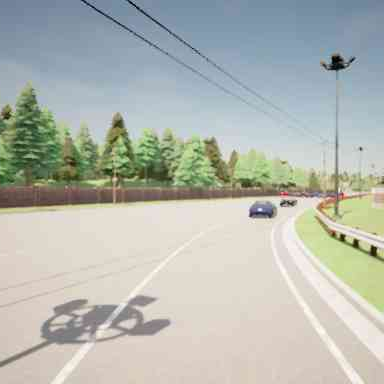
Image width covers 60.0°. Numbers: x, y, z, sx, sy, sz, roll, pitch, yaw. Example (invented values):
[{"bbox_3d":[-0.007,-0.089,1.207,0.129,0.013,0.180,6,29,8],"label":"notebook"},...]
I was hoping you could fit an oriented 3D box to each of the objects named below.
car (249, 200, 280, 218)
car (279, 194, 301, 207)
[{"bbox_3d":[6.222,1.408,28.948,1.994,1.385,4.181,0,0,20],"label":"car"},{"bbox_3d":[13.824,1.359,47.363,1.895,1.301,4.718,0,0,25],"label":"car"}]
